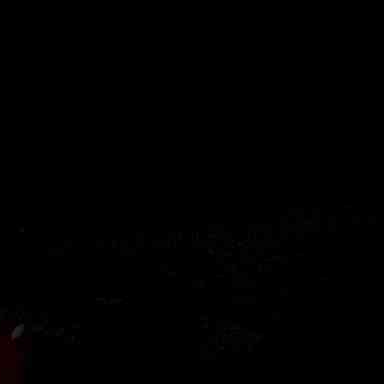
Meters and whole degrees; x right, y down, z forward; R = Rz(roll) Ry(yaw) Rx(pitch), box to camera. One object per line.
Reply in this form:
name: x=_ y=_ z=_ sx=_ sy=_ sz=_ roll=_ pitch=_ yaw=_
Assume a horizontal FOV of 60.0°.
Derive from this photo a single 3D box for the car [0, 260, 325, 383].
car: x=-0.801 y=1.608 z=3.537 sx=4.206 sy=1.307 sz=1.802 roll=-1 pitch=-1 yaw=35
